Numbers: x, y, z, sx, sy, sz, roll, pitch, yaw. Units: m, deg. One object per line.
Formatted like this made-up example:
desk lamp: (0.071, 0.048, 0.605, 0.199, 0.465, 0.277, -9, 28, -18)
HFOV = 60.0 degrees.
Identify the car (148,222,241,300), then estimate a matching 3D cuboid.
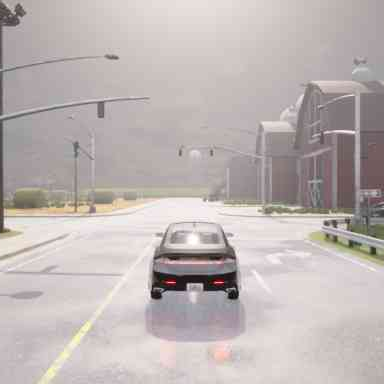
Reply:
car: (0.064, 1.492, 8.395, 2.128, 1.511, 4.902, 0, 0, 0)

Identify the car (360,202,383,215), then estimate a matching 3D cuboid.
car: (15.624, 1.531, 26.466, 4.892, 1.490, 1.837, 0, 0, 1)

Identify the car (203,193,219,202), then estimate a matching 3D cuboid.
car: (4.138, 1.144, 72.662, 1.905, 1.878, 3.866, -8, 3, -42)
